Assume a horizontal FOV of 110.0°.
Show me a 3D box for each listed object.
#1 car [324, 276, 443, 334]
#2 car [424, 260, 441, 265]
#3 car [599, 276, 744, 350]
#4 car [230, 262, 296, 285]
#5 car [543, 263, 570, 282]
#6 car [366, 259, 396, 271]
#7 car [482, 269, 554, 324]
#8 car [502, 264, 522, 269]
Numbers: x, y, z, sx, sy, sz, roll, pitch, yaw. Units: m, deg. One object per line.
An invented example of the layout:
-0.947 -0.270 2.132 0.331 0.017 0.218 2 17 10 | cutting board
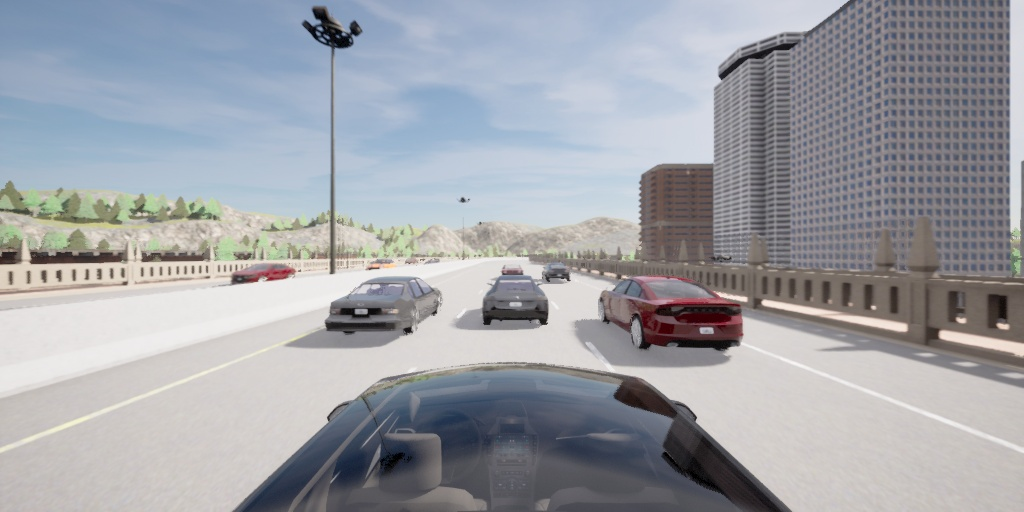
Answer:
-3.398 1.298 10.591 2.033 1.411 5.357 0 0 0 | car
-11.139 1.245 50.526 2.128 1.511 4.902 0 0 -1 | car
3.600 1.228 9.099 1.882 1.535 5.008 0 0 0 | car
-17.632 1.229 25.677 1.882 1.535 5.008 0 0 0 | car
3.526 1.277 29.115 1.812 1.442 4.674 0 0 -1 | car
-14.369 1.103 39.644 2.097 1.767 4.553 0 0 -1 | car
0.102 1.314 11.979 1.994 1.385 4.181 0 0 0 | car
-0.015 1.352 31.747 1.895 1.301 4.718 0 0 -1 | car
